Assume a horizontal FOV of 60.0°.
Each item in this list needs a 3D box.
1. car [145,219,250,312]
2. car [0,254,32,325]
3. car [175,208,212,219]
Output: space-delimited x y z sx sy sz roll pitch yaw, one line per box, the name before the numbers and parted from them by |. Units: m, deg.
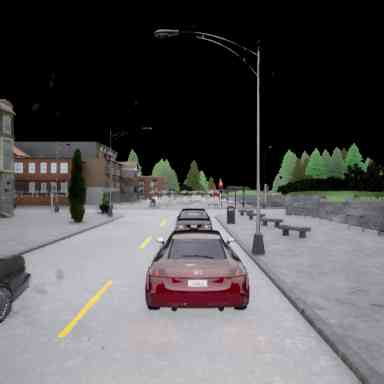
car | 0.091 1.564 7.819 1.994 1.385 4.181 0 0 0
car | -4.106 1.548 4.294 2.033 1.411 5.357 0 0 0
car | 0.074 1.547 17.055 2.033 1.411 5.357 0 0 0
